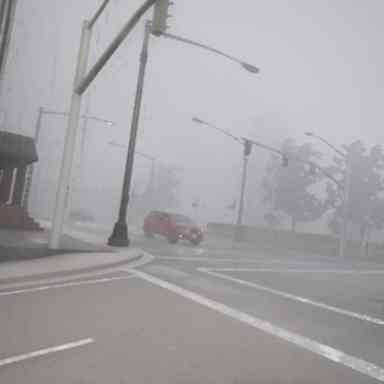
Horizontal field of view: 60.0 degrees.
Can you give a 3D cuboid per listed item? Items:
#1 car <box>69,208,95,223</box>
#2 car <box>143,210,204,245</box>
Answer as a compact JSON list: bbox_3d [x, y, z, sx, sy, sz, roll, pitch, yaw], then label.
[{"bbox_3d":[-13.297,2.762,40.068,1.882,1.535,5.008,10,-6,-36],"label":"car"},{"bbox_3d":[-1.434,2.494,23.904,2.150,2.045,5.566,10,-5,-36],"label":"car"}]
